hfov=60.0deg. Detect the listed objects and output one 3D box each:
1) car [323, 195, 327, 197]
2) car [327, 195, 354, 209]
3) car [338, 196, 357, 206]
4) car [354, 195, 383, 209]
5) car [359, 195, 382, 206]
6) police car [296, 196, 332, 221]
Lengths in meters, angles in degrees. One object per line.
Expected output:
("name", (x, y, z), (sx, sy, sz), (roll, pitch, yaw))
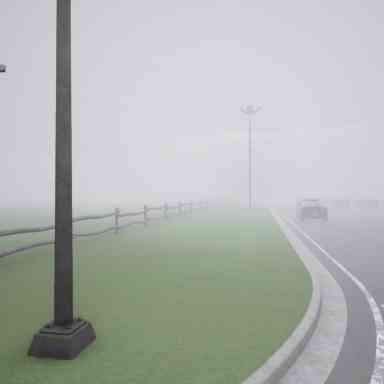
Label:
("car", (22.524, 1.352, 56.267), (2.097, 1.767, 4.553), (0, 0, 11))
("car", (20.557, 1.478, 46.298), (1.882, 1.535, 5.008), (0, 0, 11))
("car", (25.964, 1.505, 55.618), (1.837, 1.490, 4.892), (0, 0, 11))
("car", (23.992, 1.478, 45.623), (1.882, 1.535, 5.008), (0, 0, 11))
("car", (29.392, 1.352, 54.911), (2.097, 1.767, 4.553), (0, 0, 11))
("police car", (9.642, 1.425, 27.146), (1.930, 1.638, 5.238), (0, 0, 11))
